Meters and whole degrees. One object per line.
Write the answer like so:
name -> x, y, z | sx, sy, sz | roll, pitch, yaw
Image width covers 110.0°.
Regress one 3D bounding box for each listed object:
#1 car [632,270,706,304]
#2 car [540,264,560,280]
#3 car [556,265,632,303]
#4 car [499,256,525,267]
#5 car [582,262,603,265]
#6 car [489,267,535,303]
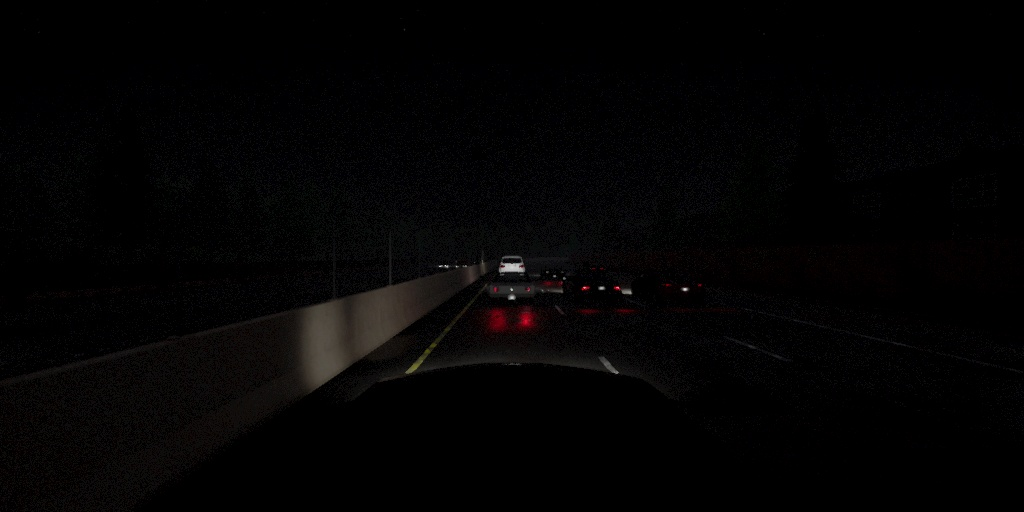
car -> 7.000, 1.320, 16.500 | 1.994, 1.385, 4.181 | 0, 0, 0
car -> 3.500, 1.364, 31.530 | 1.895, 1.301, 4.718 | 0, 0, 0
car -> 3.500, 1.310, 16.500 | 2.033, 1.411, 5.357 | 0, 0, 0
car -> 0.000, 1.005, 31.530 | 2.150, 2.045, 5.566 | 0, 0, 0
car -> 7.000, 1.243, 31.500 | 2.128, 1.511, 4.902 | 0, 0, 0
car -> 0.000, 1.363, 16.530 | 1.895, 1.301, 4.718 | 0, 0, 0
